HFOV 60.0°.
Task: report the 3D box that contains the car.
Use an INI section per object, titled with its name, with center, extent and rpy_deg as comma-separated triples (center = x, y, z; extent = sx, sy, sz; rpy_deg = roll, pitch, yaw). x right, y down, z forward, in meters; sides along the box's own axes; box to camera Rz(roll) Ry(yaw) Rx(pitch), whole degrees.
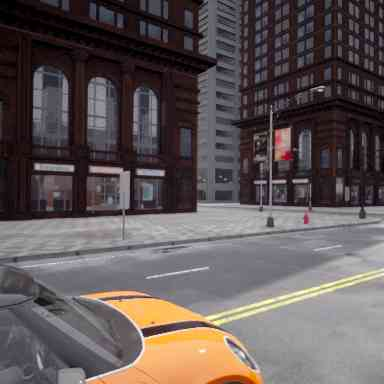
[car]
center = -1.572, 1.352, 2.317
extent = 4.553, 1.767, 2.097
rpy_deg = 0, 0, -36
